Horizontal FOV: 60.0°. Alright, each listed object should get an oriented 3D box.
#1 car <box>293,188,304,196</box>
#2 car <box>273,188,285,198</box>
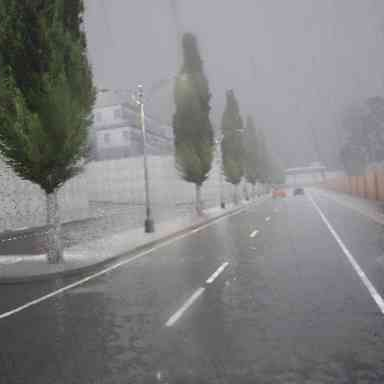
[{"bbox_3d":[20.168,-0.025,62.836,1.837,1.490,4.892,-4,0,18],"label":"car"},{"bbox_3d":[16.400,0.074,62.585,2.097,1.767,4.553,-4,0,18],"label":"car"}]
